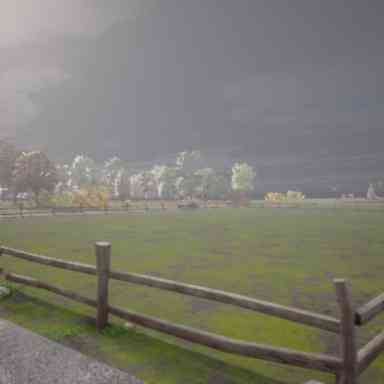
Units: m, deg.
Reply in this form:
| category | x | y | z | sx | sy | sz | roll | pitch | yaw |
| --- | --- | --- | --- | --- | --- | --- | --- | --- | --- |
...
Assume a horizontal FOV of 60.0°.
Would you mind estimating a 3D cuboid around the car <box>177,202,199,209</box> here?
| category | x | y | z | sx | sy | sz | roll | pitch | yaw |
| --- | --- | --- | --- | --- | --- | --- | --- | --- | --- |
| car | -0.738 | 2.731 | 66.944 | 2.033 | 1.411 | 5.357 | -2 | -2 | 40 |
